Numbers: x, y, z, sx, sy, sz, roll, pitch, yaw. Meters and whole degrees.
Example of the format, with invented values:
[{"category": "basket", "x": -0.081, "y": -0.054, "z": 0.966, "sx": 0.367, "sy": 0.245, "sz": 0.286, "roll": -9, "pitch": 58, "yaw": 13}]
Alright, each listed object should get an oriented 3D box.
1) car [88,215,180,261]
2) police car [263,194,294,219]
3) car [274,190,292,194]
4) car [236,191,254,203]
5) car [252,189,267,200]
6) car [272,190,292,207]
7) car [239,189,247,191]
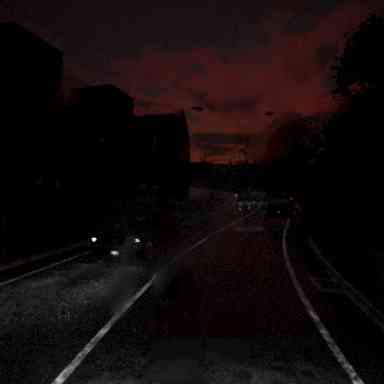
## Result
[{"category": "car", "x": -1.910, "y": 1.559, "z": 12.403, "sx": 1.895, "sy": 1.301, "sz": 4.718, "roll": 0, "pitch": 0, "yaw": 13}, {"category": "police car", "x": 7.237, "y": 1.217, "z": 27.227, "sx": 1.930, "sy": 1.638, "sz": 5.238, "roll": 0, "pitch": 1, "yaw": 18}, {"category": "car", "x": 10.116, "y": 0.877, "z": 36.876, "sx": 2.150, "sy": 2.045, "sz": 5.566, "roll": 0, "pitch": 1, "yaw": 15}, {"category": "car", "x": 8.329, "y": 0.956, "z": 53.212, "sx": 1.895, "sy": 1.301, "sz": 4.718, "roll": 0, "pitch": 1, "yaw": 6}, {"category": "car", "x": 12.193, "y": 0.377, "z": 61.314, "sx": 2.150, "sy": 2.045, "sz": 5.566, "roll": 0, "pitch": 2, "yaw": -2}, {"category": "car", "x": 11.534, "y": 0.776, "z": 42.877, "sx": 2.150, "sy": 2.045, "sz": 5.566, "roll": 0, "pitch": 1, "yaw": 12}, {"category": "car", "x": 11.443, "y": 0.117, "z": 75.219, "sx": 2.033, "sy": 1.411, "sz": 5.357, "roll": 1, "pitch": 2, "yaw": -8}]
